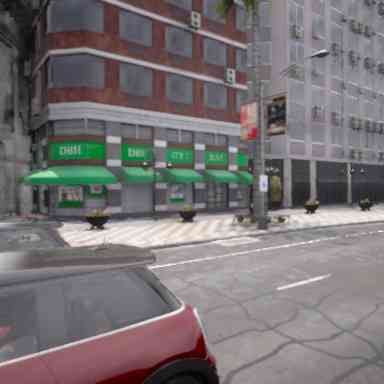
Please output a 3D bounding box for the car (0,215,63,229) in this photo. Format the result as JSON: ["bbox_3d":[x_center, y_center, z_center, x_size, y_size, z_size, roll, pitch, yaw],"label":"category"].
[{"bbox_3d":[-4.048,1.331,5.379,4.553,1.767,2.097,-1,1,-35],"label":"car"}]

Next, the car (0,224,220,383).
[{"bbox_3d":[-2.035,1.343,2.522,4.553,1.767,2.097,-1,1,-35],"label":"car"}]
